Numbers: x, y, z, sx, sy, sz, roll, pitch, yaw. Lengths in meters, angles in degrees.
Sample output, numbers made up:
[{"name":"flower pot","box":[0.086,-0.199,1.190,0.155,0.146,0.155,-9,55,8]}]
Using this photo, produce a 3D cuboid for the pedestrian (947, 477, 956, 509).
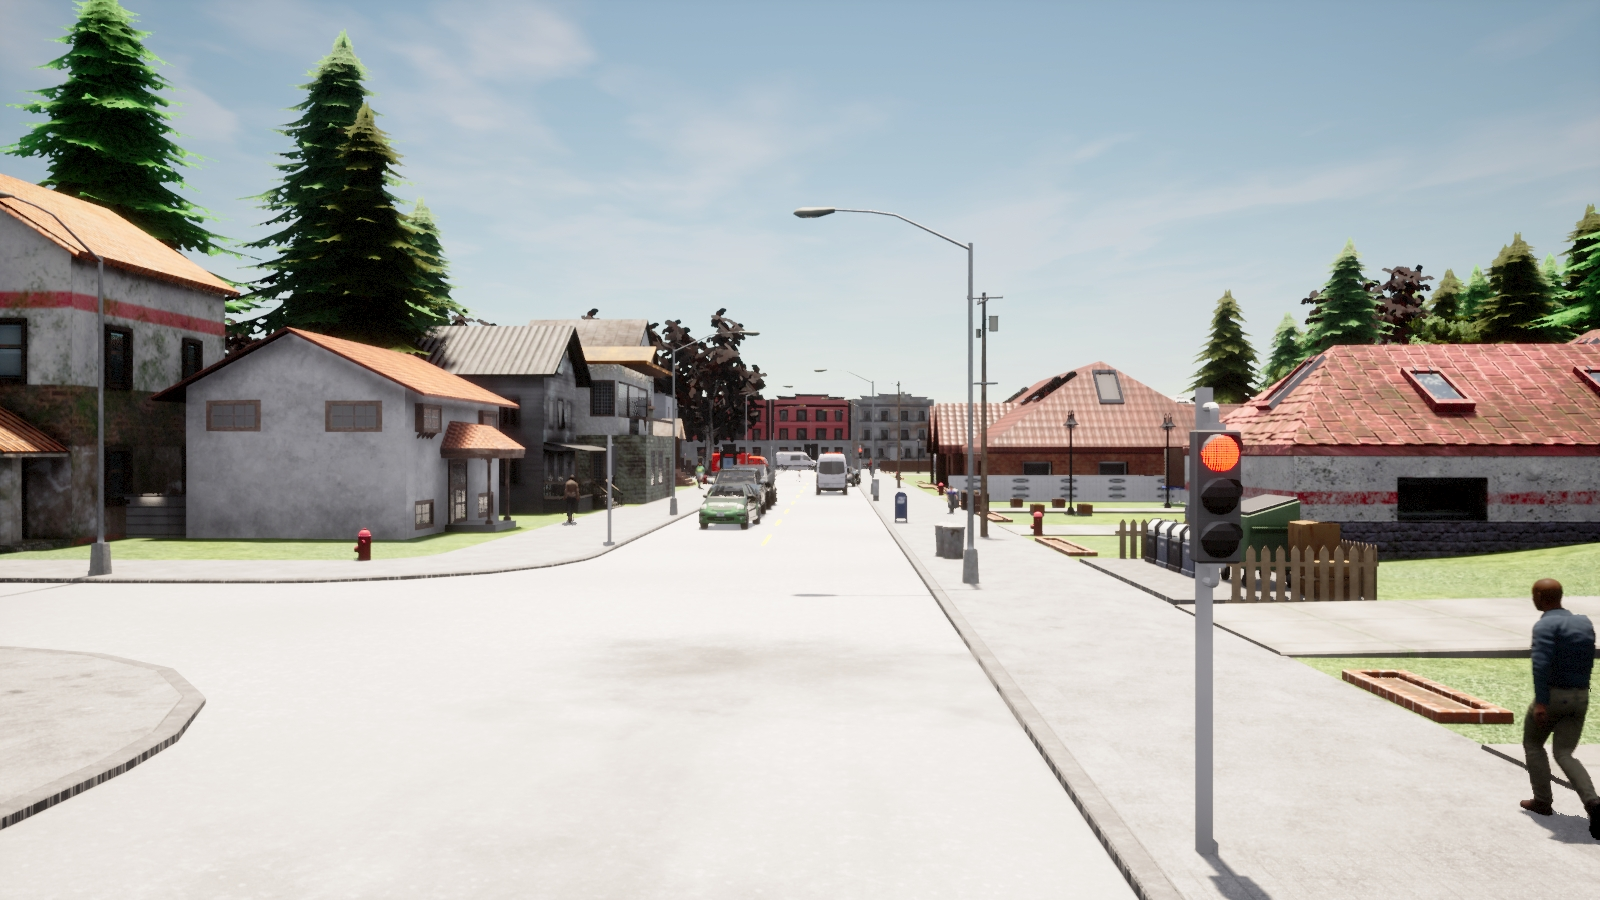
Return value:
[{"name":"pedestrian","box":[6.347,1.803,47.864,0.375,1.300,0.375,0,0,1]}]

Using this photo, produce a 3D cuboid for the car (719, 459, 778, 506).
[{"name":"car","box":[-2.451,1.534,55.813,2.390,2.098,6.274,0,0,2]}]

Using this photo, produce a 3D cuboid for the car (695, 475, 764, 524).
[{"name":"car","box":[-2.533,1.779,41.798,1.851,1.617,3.988,0,0,7]}]

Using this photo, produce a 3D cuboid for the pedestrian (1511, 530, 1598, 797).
[{"name":"pedestrian","box":[5.460,1.524,8.274,0.375,1.860,0.375,0,0,-4]}]

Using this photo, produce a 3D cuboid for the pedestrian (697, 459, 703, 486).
[{"name":"pedestrian","box":[-6.819,1.524,77.969,0.375,1.860,0.375,0,0,7]}]

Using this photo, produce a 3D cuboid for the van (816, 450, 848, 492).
[{"name":"van","box":[2.035,1.315,73.194,1.988,2.561,5.915,0,0,2]}]

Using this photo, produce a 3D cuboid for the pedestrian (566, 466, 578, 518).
[{"name":"pedestrian","box":[-8.260,1.525,41.315,0.375,1.860,0.375,0,0,-21]}]

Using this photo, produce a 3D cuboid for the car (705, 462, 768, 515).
[{"name":"car","box":[-2.626,1.559,48.404,2.150,2.045,5.566,0,0,2]}]
